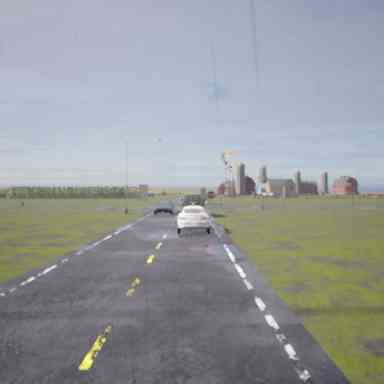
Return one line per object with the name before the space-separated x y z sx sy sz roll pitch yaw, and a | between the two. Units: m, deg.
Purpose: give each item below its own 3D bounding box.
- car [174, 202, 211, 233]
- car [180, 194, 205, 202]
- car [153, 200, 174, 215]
car | 0.094 1.509 19.516 1.812 1.442 4.674 0 0 0
car | 0.095 1.195 31.575 2.150 2.045 5.566 0 0 0
car | -2.757 1.520 33.923 2.033 1.411 5.357 0 0 0
